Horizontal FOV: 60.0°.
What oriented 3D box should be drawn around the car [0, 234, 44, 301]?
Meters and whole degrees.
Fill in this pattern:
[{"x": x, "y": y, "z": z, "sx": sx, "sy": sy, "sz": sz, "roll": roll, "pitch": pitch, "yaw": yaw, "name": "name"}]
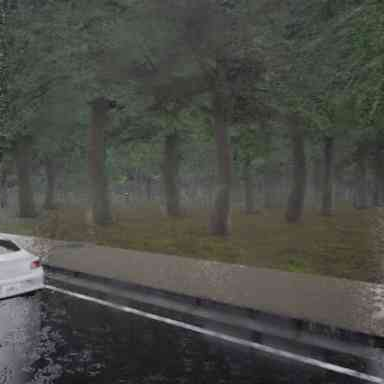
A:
[{"x": -5.111, "y": 1.574, "z": 7.319, "sx": 4.674, "sy": 1.442, "sz": 1.812, "roll": 0, "pitch": 0, "yaw": 35, "name": "car"}]
